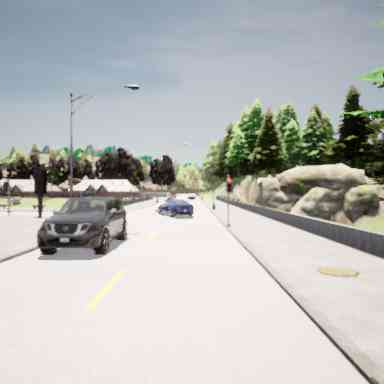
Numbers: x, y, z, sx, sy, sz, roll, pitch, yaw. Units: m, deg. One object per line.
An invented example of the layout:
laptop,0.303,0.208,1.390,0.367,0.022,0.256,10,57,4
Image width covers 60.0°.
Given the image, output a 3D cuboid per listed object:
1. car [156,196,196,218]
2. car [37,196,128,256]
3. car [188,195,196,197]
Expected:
car,-1.596,1.404,29.901,1.882,1.535,5.008,1,0,-25
car,-4.061,1.190,13.408,2.150,2.045,5.566,0,0,1
car,0.002,1.258,74.640,1.895,1.301,4.718,0,0,0
